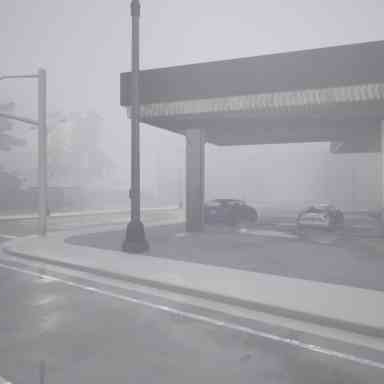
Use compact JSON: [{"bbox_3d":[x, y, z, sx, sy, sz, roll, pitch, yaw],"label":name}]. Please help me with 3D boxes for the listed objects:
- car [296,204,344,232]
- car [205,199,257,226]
[{"bbox_3d":[7.722,1.456,19.787,1.970,1.475,3.806,0,0,37],"label":"car"},{"bbox_3d":[2.648,1.295,22.587,2.242,1.667,4.611,0,0,37],"label":"car"}]
